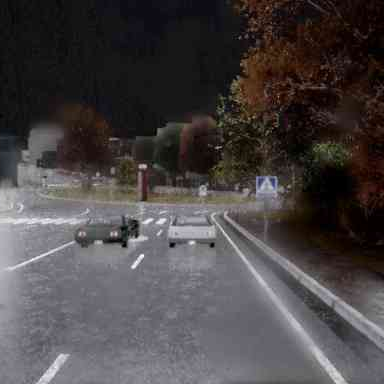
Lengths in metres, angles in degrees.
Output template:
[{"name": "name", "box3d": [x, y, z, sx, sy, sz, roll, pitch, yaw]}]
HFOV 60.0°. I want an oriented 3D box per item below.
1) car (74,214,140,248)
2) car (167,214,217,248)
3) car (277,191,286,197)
[{"name": "car", "box3d": [-3.500, 1.598, 14.697, 1.895, 1.301, 4.718, 0, 0, 0]}, {"name": "car", "box3d": [0.000, 1.598, 14.697, 1.895, 1.301, 4.718, 0, 0, 0]}, {"name": "car", "box3d": [20.624, 0.429, 73.538, 2.128, 1.511, 4.902, 0, 2, -15]}]
